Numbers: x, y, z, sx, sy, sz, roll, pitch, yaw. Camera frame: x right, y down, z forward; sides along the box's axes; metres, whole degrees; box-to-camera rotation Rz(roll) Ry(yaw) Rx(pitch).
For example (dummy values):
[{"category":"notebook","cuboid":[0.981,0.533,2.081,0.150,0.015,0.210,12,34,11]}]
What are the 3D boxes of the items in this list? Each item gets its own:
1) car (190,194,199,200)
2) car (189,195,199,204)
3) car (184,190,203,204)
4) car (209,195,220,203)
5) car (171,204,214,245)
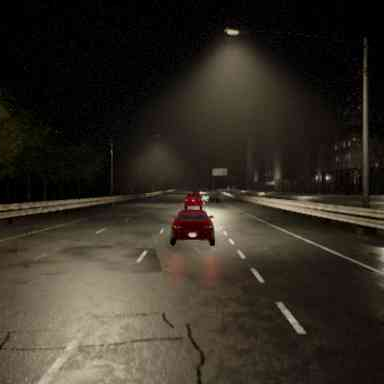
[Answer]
[{"category":"car","cuboid":[0.647,1.152,77.441,1.994,1.385,4.181,0,1,1]},{"category":"car","cuboid":[0.383,1.256,59.412,1.837,1.490,4.892,0,0,1]},{"category":"car","cuboid":[0.188,1.088,41.456,2.150,2.045,5.566,0,0,1]},{"category":"car","cuboid":[3.987,1.225,59.802,1.882,1.535,5.008,0,1,1]},{"category":"car","cuboid":[0.027,1.511,15.410,1.812,1.442,4.674,0,0,0]}]
